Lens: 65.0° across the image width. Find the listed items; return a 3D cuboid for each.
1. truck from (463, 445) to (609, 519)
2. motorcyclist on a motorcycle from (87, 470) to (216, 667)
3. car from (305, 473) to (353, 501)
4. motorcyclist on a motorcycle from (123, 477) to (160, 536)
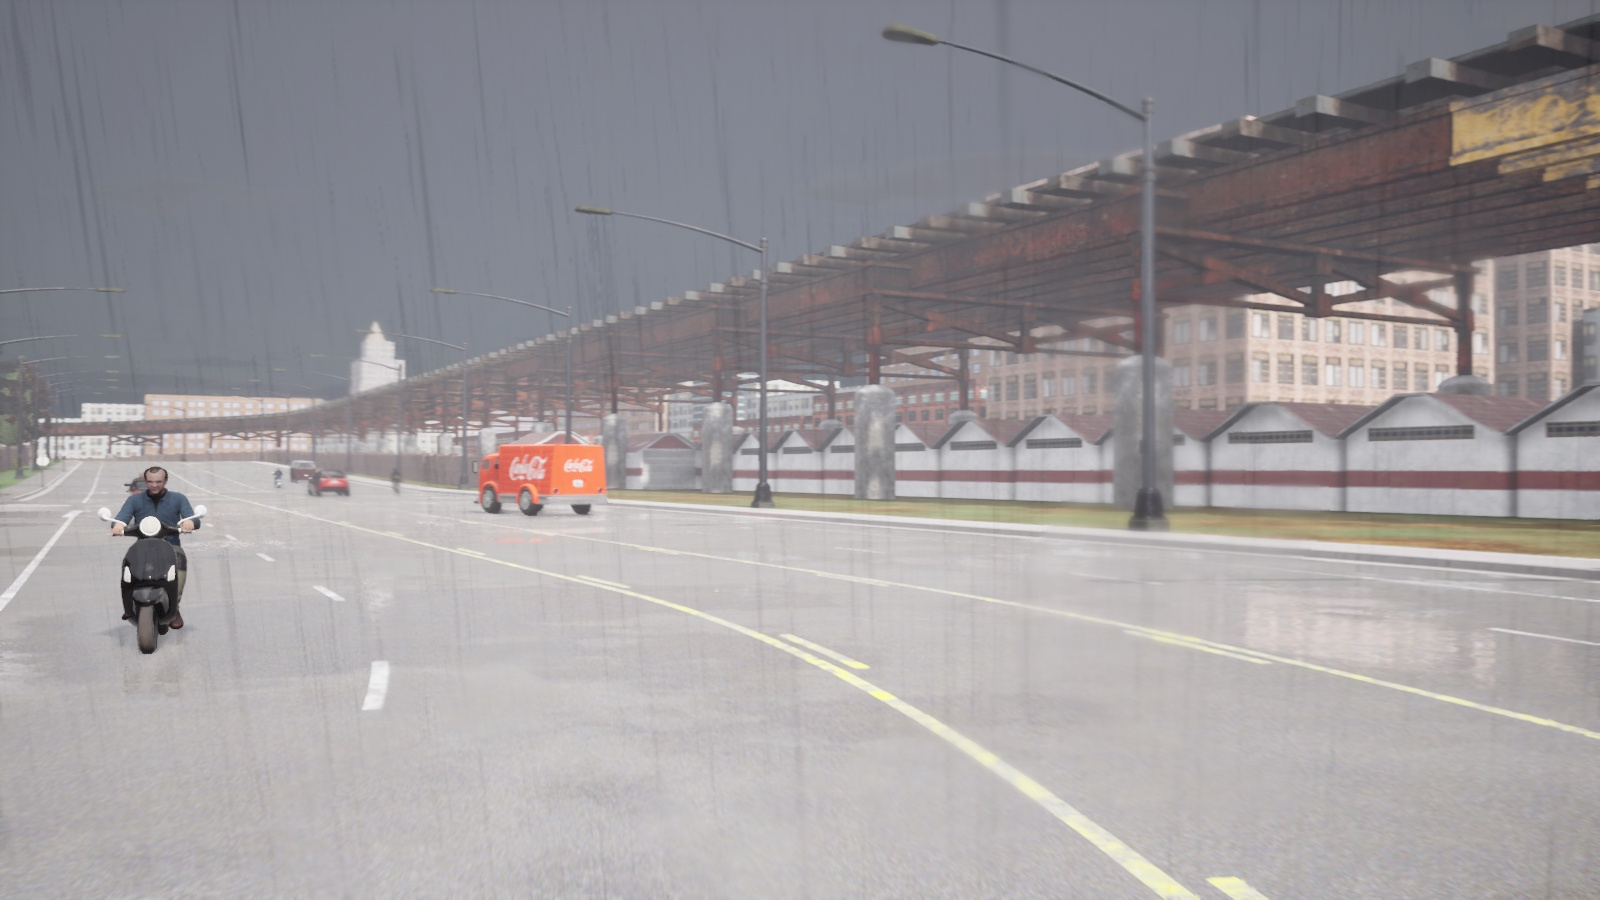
[{"bbox_3d":[-9.399,1.122,44.491,5.204,2.467,2.627,-1,-1,44],"label":"truck"},{"bbox_3d":[-5.752,0.986,11.236,0.866,1.590,1.817,0,-1,-23],"label":"motorcyclist on a motorcycle"},{"bbox_3d":[-27.485,2.130,73.161,2.007,1.525,4.514,0,-1,-29],"label":"car"},{"bbox_3d":[-17.839,1.512,34.028,0.866,1.530,2.191,0,-1,-27],"label":"motorcyclist on a motorcycle"}]
